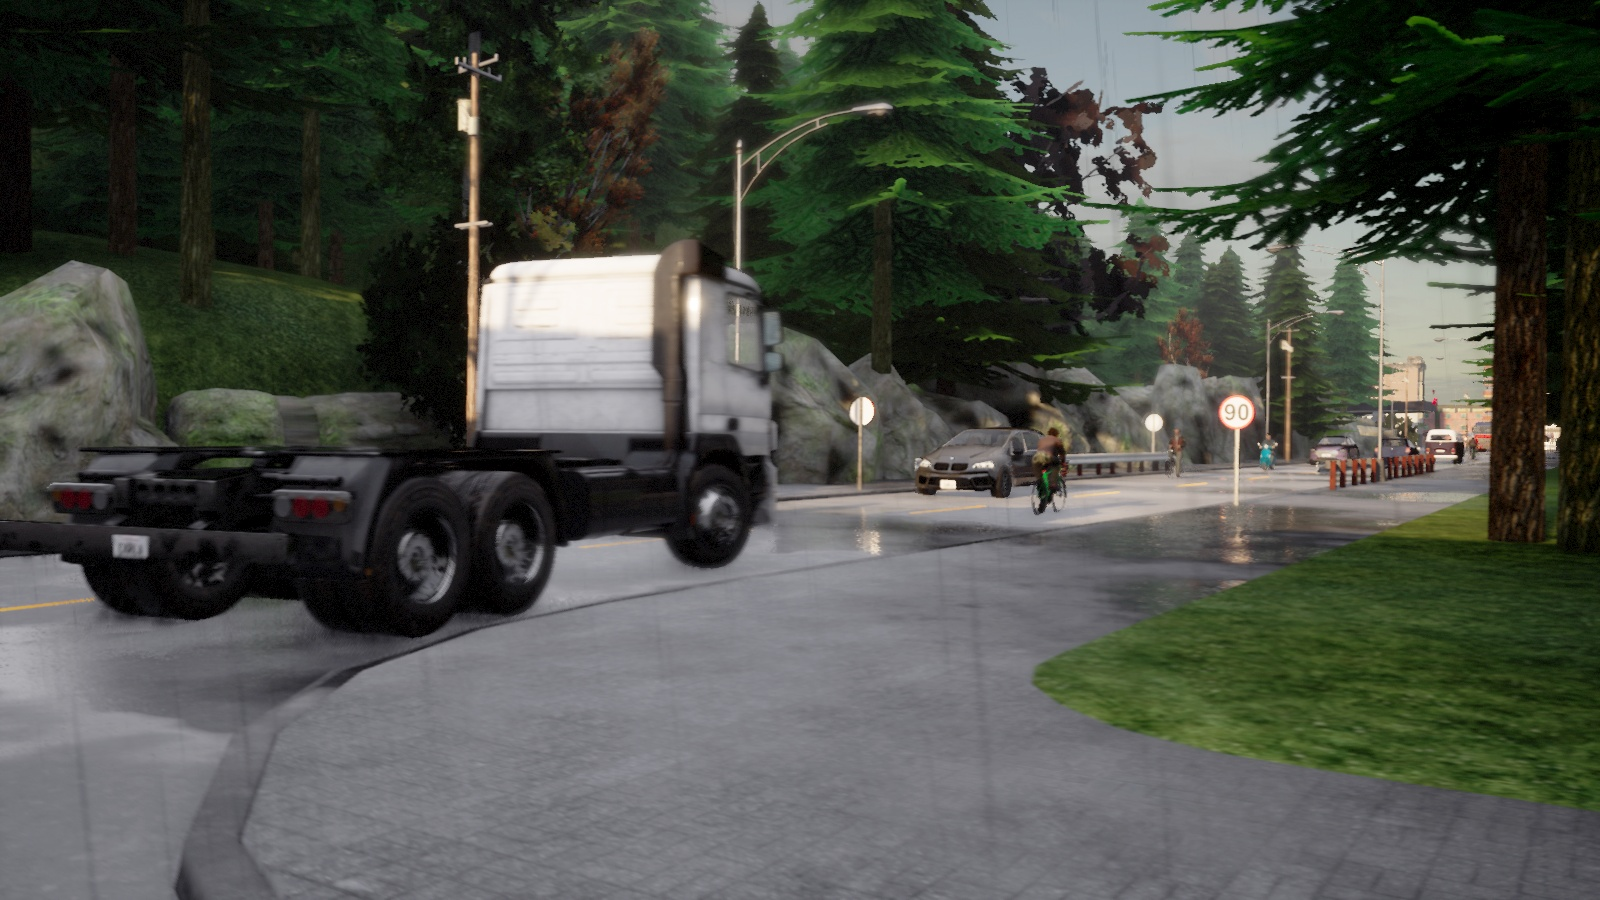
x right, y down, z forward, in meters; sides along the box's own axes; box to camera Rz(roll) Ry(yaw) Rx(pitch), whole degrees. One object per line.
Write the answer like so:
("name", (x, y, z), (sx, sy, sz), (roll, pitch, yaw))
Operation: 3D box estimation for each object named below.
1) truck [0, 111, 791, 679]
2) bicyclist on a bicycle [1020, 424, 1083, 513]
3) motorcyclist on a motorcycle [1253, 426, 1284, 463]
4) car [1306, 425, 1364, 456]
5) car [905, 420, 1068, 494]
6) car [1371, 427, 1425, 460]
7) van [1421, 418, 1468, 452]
("truck", (-2.909, -0.386, 11.879), (2.891, 3.462, 7.936), (0, 1, 21))
("bicyclist on a bicycle", (4.726, 0.324, 23.554), (0.582, 1.620, 1.656), (0, 1, 33))
("motorcyclist on a motorcycle", (20.605, -0.242, 55.211), (0.866, 1.590, 1.817), (0, 1, 33))
("car", (28.944, -0.507, 67.889), (2.033, 1.649, 4.856), (0, 0, 33))
("car", (4.658, 0.118, 30.781), (2.242, 1.667, 4.611), (0, 1, 33))
("car", (28.700, -0.319, 60.239), (1.845, 1.501, 3.633), (0, 1, 33))
("van", (38.960, -0.911, 75.836), (2.069, 2.038, 4.480), (0, 1, 33))
